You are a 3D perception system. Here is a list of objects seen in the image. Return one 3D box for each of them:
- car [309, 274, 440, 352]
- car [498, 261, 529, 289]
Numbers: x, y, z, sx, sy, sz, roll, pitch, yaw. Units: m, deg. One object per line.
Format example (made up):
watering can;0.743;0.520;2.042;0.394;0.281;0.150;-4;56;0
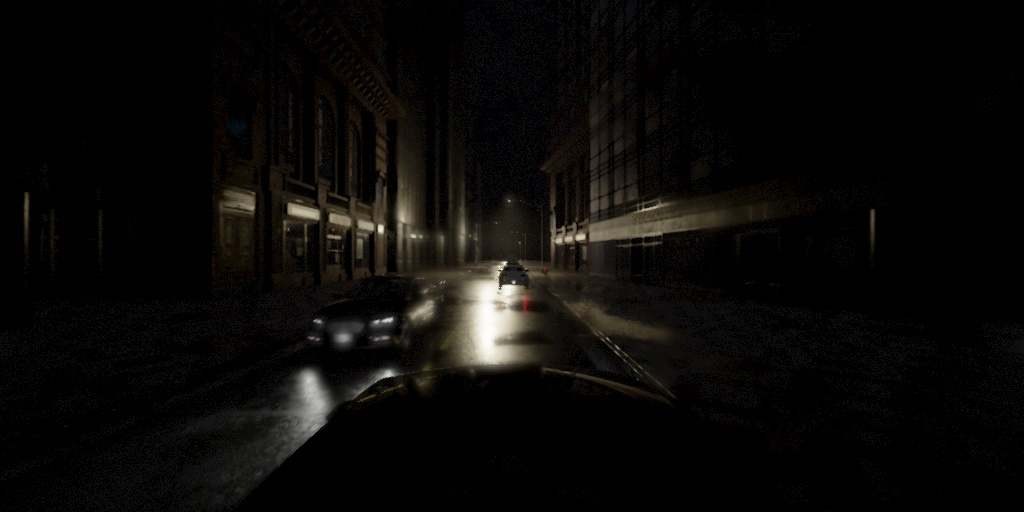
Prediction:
car;-3.090;1.243;9.017;2.128;1.511;4.902;0;0;0
car;0.098;1.278;22.968;1.812;1.442;4.674;0;0;0
